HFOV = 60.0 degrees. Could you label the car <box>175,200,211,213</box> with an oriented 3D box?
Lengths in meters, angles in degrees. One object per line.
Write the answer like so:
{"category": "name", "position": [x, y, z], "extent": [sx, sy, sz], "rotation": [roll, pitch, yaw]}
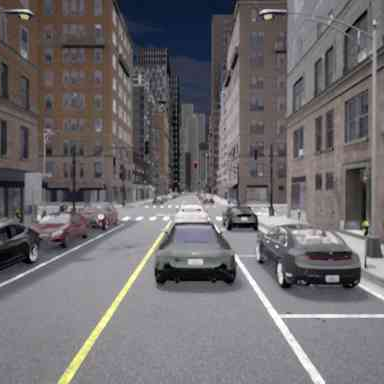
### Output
{"category": "car", "position": [-0.001, 1.441, 19.133], "extent": [1.812, 1.442, 4.674], "rotation": [0, 0, 1]}

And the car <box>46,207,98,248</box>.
{"category": "car", "position": [-5.697, 1.518, 14.401], "extent": [1.802, 1.307, 4.206], "rotation": [0, 0, 0]}

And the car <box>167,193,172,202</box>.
{"category": "car", "position": [-5.746, 1.308, 67.822], "extent": [2.008, 1.369, 4.403], "rotation": [0, 0, 0]}

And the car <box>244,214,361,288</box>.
{"category": "car", "position": [2.840, 1.511, 8.916], "extent": [2.008, 1.369, 4.403], "rotation": [0, 0, 0]}

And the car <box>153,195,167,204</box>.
{"category": "car", "position": [-5.745, 1.366, 57.005], "extent": [1.802, 1.307, 4.206], "rotation": [0, 0, 0]}

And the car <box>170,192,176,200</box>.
{"category": "car", "position": [-5.749, 1.256, 83.878], "extent": [1.752, 1.417, 4.829], "rotation": [0, 0, 0]}

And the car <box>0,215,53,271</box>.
{"category": "car", "position": [-5.685, 1.526, 8.900], "extent": [1.947, 1.339, 4.313], "rotation": [0, 0, 0]}

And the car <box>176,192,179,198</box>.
{"category": "car", "position": [-5.752, 1.039, 94.864], "extent": [2.192, 1.841, 5.009], "rotation": [0, 0, 0]}

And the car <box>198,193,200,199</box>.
{"category": "car", "position": [2.779, 1.308, 67.826], "extent": [2.008, 1.369, 4.403], "rotation": [0, 0, 0]}

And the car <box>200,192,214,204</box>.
{"category": "car", "position": [2.779, 1.225, 57.008], "extent": [1.967, 1.590, 4.097], "rotation": [0, 0, 0]}

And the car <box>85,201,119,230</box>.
{"category": "car", "position": [-5.707, 1.352, 19.902], "extent": [1.967, 1.590, 4.097], "rotation": [0, 0, 0]}

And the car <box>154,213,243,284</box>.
{"category": "car", "position": [0.061, 1.522, 9.450], "extent": [1.994, 1.385, 4.181], "rotation": [0, 0, -1]}

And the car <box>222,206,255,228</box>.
{"category": "car", "position": [2.818, 1.478, 19.919], "extent": [1.947, 1.339, 4.313], "rotation": [0, 0, 0]}
